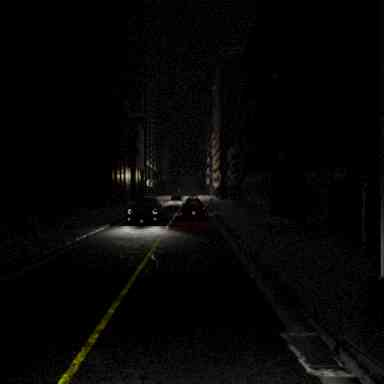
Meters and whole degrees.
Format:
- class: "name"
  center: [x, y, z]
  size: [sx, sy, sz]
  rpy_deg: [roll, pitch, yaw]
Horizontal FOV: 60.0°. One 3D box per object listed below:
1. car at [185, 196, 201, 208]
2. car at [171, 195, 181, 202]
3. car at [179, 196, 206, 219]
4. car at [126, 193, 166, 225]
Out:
- class: "car"
  center: [0.151, 1.259, 44.252]
  size: [1.994, 1.385, 4.181]
  rpy_deg: [0, 0, 0]
- class: "car"
  center: [-2.952, 1.163, 63.174]
  size: [1.895, 1.301, 4.718]
  rpy_deg: [0, 0, 1]
- class: "car"
  center: [0.131, 1.340, 26.828]
  size: [1.812, 1.442, 4.674]
  rpy_deg: [0, 0, 0]
- class: "car"
  center: [-3.073, 1.195, 22.559]
  size: [2.097, 1.767, 4.553]
  rpy_deg: [0, 0, 0]
